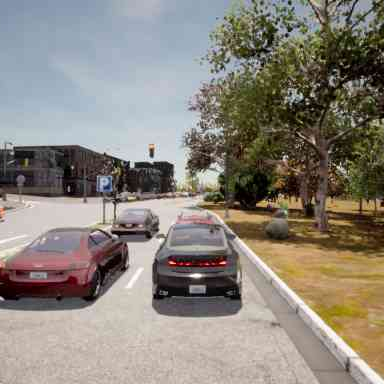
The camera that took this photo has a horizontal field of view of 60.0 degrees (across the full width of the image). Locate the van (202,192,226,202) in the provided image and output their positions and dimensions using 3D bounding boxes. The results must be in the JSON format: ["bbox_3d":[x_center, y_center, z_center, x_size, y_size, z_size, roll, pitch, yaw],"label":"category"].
[{"bbox_3d":[4.252,1.043,65.370,4.442,1.987,1.878,1,0,-14],"label":"van"}]

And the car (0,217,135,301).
[{"bbox_3d":[-2.905,1.574,8.400,1.994,1.385,4.181,0,0,1],"label":"car"}]

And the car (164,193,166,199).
[{"bbox_3d":[-10.625,1.316,92.687,5.008,1.535,2.097,-1,0,-12],"label":"car"}]

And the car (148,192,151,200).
[{"bbox_3d":[-12.677,1.359,77.718,4.674,1.452,2.002,-1,0,-13],"label":"car"}]

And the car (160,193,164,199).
[{"bbox_3d":[-11.046,1.065,89.708,5.566,2.045,2.435,-1,0,-12],"label":"car"}]

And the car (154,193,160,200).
[{"bbox_3d":[-11.494,1.357,86.702,4.674,1.452,2.002,-1,0,-12],"label":"car"}]

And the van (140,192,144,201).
[{"bbox_3d":[-13.275,1.093,71.751,4.442,1.987,1.878,-1,0,-14],"label":"van"}]

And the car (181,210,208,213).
[{"bbox_3d":[0.150,1.625,17.716,1.895,1.301,4.718,0,0,0],"label":"car"}]

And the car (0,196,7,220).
[{"bbox_3d":[-16.639,1.403,24.959,4.553,1.767,2.185,-1,0,-19],"label":"car"}]

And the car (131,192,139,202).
[{"bbox_3d":[-13.831,1.315,65.759,5.366,1.575,1.946,-1,0,-15],"label":"car"}]

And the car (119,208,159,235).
[{"bbox_3d":[-2.853,1.572,17.619,2.033,1.411,5.357,0,0,1],"label":"car"}]

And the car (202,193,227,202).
[{"bbox_3d":[4.634,1.141,68.340,4.553,1.767,2.185,1,0,-14],"label":"car"}]

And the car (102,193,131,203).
[{"bbox_3d":[-14.475,1.358,62.766,4.792,1.488,2.163,-1,0,-15],"label":"car"}]

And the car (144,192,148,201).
[{"bbox_3d":[-13.049,1.321,74.722,4.892,1.521,2.231,-1,0,-14],"label":"car"}]

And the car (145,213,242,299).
[{"bbox_3d":[0.104,1.515,8.447,1.837,1.490,4.892,0,0,0],"label":"car"}]

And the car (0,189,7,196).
[{"bbox_3d":[-31.191,0.137,53.626,2.002,1.452,4.674,6,-3,-19],"label":"car"}]

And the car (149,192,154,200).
[{"bbox_3d":[-12.307,1.359,80.719,4.674,1.452,2.002,-1,0,-13],"label":"car"}]
